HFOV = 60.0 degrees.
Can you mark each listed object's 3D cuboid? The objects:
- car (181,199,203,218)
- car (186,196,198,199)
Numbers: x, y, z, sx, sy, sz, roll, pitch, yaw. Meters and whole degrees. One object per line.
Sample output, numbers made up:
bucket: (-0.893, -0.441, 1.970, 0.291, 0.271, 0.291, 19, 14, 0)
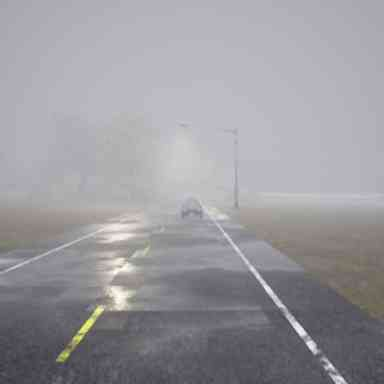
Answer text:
car: (0.026, 1.567, 29.740, 1.895, 1.301, 4.718, 0, 0, 1)
car: (0.003, 1.407, 57.575, 2.128, 1.511, 4.902, 0, 0, 0)
